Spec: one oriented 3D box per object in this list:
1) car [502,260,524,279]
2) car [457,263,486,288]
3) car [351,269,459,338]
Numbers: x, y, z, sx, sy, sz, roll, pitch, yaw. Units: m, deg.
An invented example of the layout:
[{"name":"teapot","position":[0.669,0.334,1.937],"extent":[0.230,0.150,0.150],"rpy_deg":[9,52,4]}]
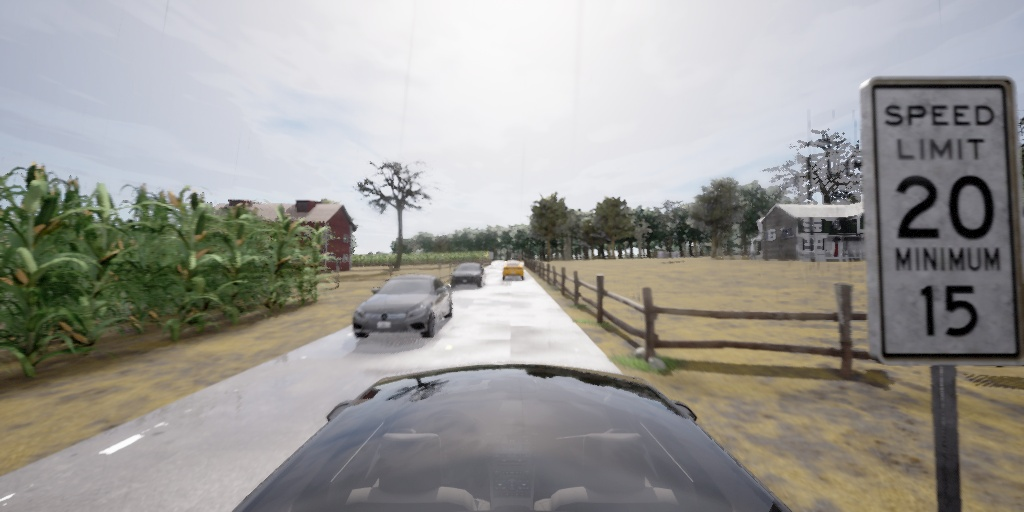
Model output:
[{"name":"car","position":[0.097,1.237,32.335],"extent":[1.882,1.535,5.008],"rpy_deg":[0,0,0]},{"name":"car","position":[-2.803,1.234,23.986],"extent":[1.882,1.535,5.008],"rpy_deg":[0,0,1]},{"name":"car","position":[-2.847,1.278,10.301],"extent":[1.812,1.442,4.674],"rpy_deg":[0,0,0]}]
